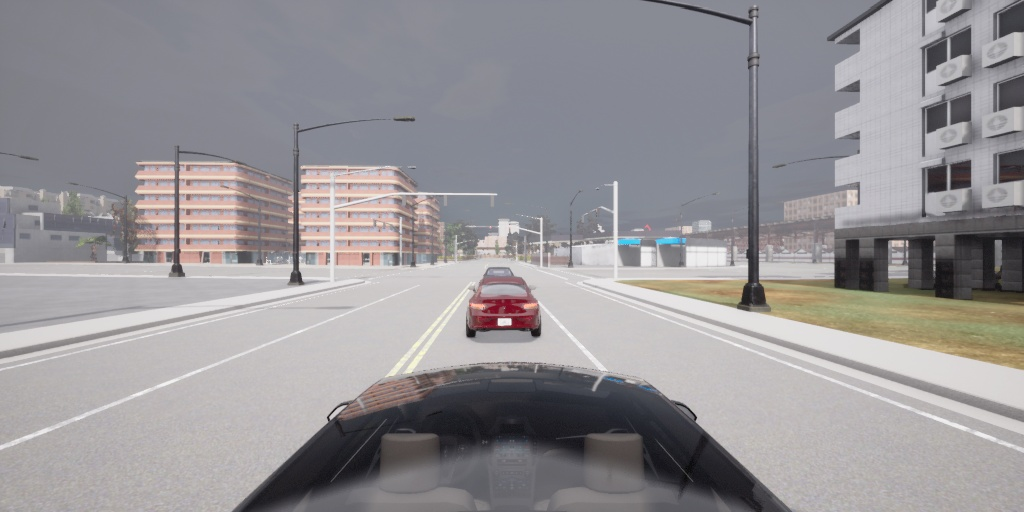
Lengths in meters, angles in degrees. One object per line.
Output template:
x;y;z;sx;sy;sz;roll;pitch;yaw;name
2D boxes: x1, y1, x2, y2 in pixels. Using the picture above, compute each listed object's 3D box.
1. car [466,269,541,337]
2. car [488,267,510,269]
-0.269;1.276;10.155;1.812;1.442;4.674;0;0;-3;car
-0.727;1.297;19.729;2.033;1.411;5.357;0;0;-3;car
